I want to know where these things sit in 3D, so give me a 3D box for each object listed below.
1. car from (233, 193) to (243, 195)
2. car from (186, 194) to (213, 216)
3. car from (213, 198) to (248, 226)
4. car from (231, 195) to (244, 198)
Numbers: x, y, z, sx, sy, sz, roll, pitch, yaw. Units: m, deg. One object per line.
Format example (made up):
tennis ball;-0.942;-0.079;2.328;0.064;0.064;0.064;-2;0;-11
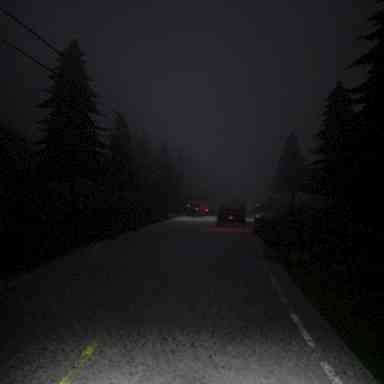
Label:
car;10.003;1.174;72.802;2.150;2.045;5.566;0;0;16
car;0.885;1.204;32.788;2.150;2.045;5.566;0;0;10
car;2.837;1.469;23.592;1.882;1.535;5.008;0;0;9
car;6.002;1.479;42.187;2.128;1.511;4.902;0;0;11
